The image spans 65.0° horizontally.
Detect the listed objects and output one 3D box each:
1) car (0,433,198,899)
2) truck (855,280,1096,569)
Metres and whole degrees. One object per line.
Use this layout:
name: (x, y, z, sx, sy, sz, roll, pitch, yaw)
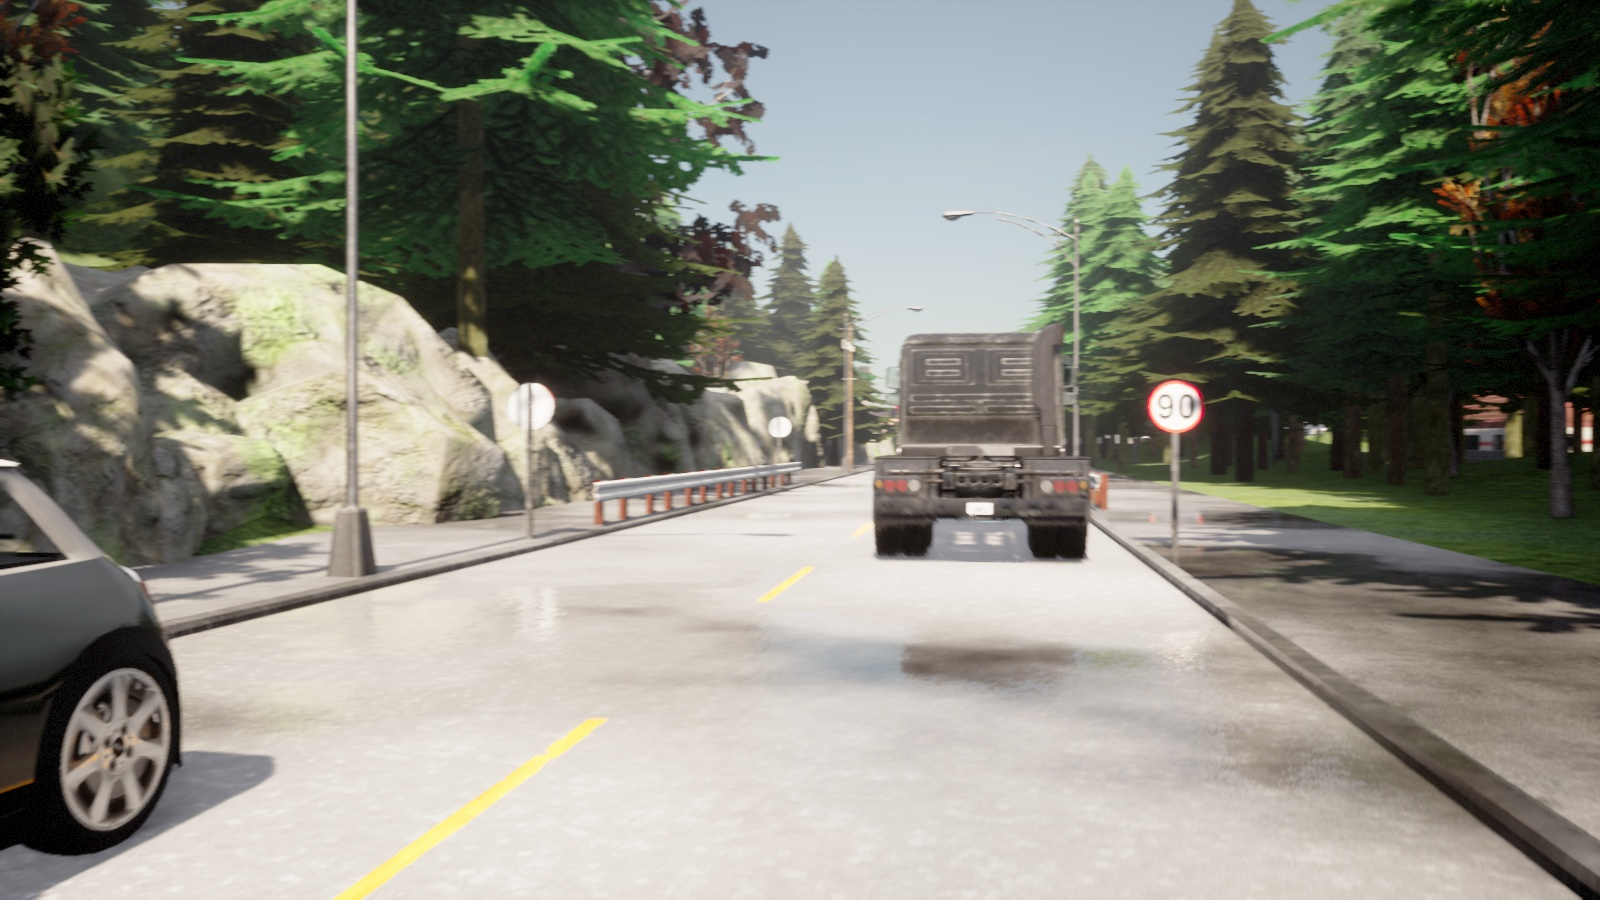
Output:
car: (-3.608, 0.685, 3.191, 1.970, 1.475, 3.806, 0, 0, 8)
truck: (2.664, -0.334, 19.181, 2.891, 3.462, 7.936, 0, 0, 8)
